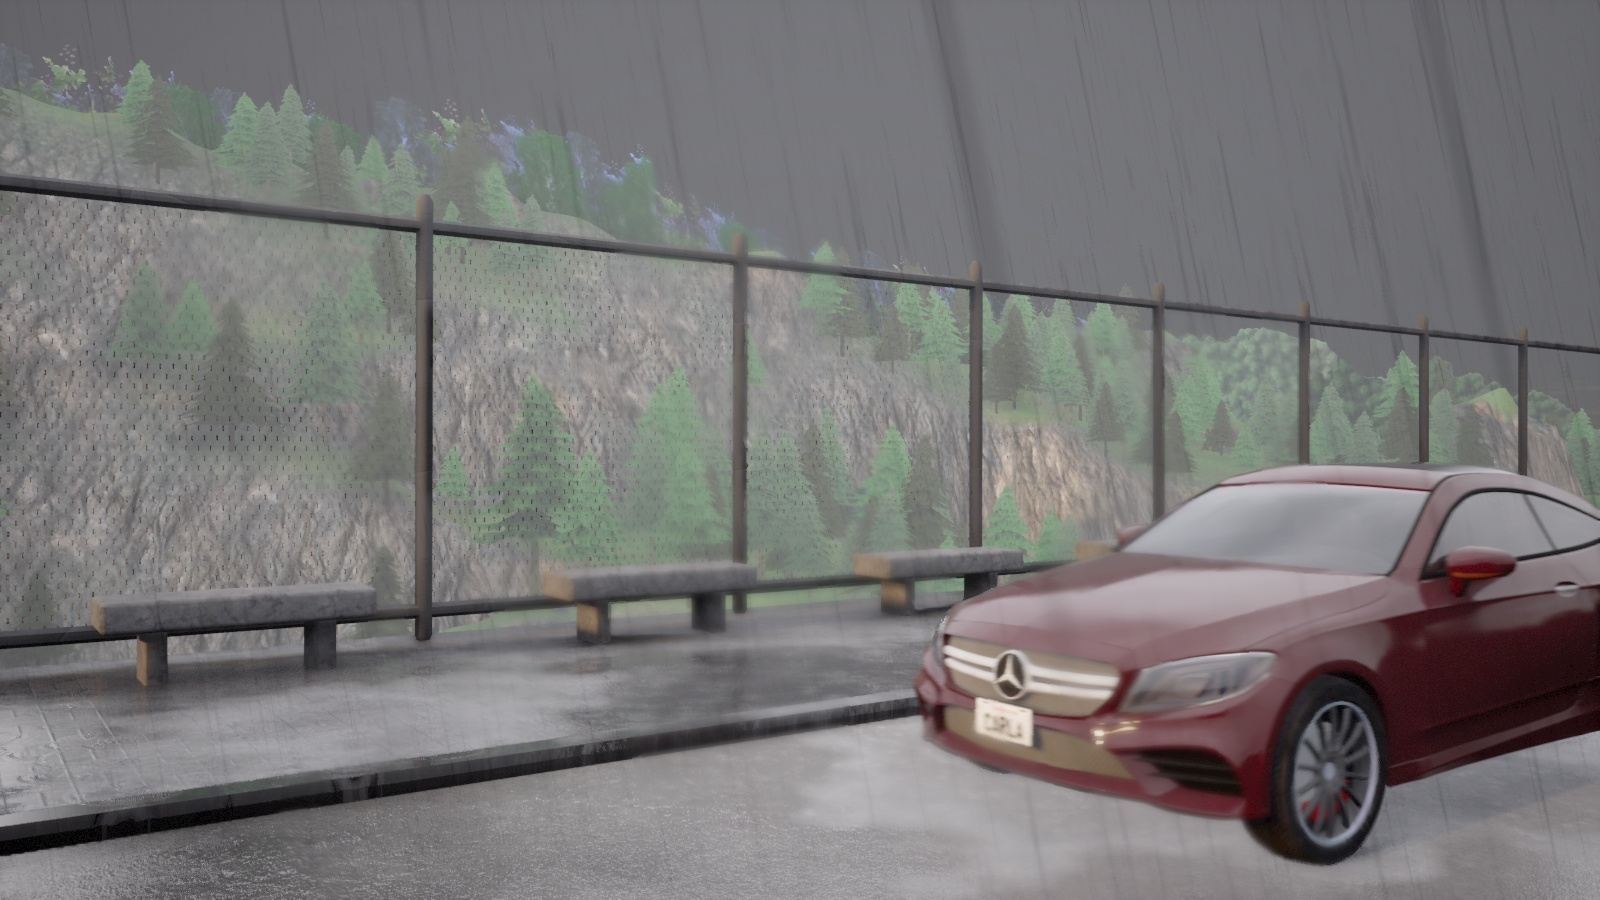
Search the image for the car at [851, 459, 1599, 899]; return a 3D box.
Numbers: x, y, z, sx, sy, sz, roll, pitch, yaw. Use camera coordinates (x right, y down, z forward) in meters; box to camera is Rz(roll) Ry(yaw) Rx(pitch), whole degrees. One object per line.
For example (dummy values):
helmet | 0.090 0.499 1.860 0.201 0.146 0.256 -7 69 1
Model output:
car | 2.662 0.780 6.122 4.674 1.442 1.812 0 0 -35
